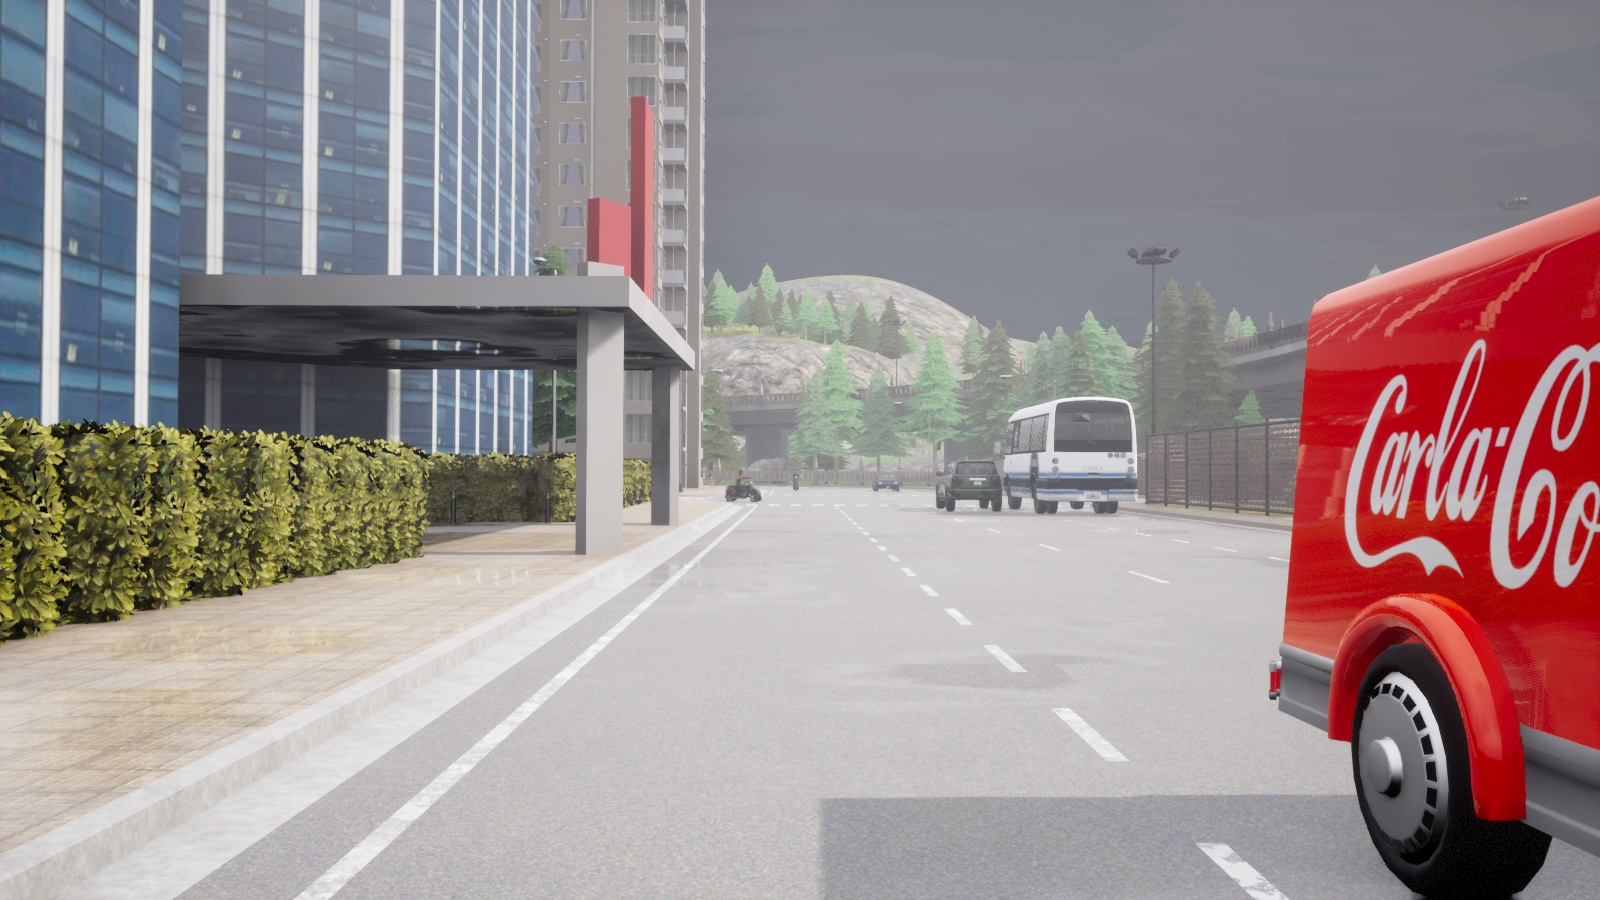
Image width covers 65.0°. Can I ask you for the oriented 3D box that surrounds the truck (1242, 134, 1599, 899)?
[{"bbox_3d":[3.488,0.373,3.519,2.627,2.467,5.204,0,-1,0],"label":"truck"}]

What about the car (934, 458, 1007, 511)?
[{"bbox_3d":[6.864,1.363,51.171,2.150,2.045,5.566,0,-1,0],"label":"car"}]

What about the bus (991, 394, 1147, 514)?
[{"bbox_3d":[10.362,0.232,49.859,3.944,4.253,10.273,0,-1,0],"label":"bus"}]

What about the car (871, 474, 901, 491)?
[{"bbox_3d":[6.697,2.533,98.181,1.895,1.301,4.718,0,-1,-1],"label":"car"}]

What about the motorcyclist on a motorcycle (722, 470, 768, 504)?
[{"bbox_3d":[-2.726,1.825,62.292,2.350,1.649,0.766,-1,0,39],"label":"motorcyclist on a motorcycle"}]
